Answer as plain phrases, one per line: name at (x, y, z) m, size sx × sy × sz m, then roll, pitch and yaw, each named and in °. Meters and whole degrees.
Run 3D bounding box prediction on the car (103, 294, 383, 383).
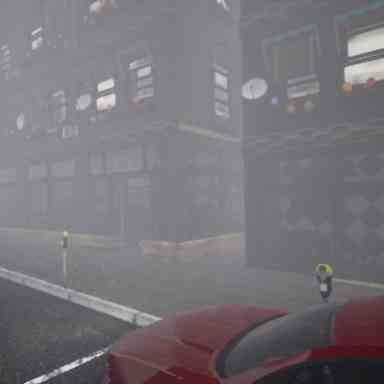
car at (1.453, 1.499, 2.179) m, size 5.008 × 1.535 × 1.882 m, roll 0°, pitch 0°, yaw 38°
